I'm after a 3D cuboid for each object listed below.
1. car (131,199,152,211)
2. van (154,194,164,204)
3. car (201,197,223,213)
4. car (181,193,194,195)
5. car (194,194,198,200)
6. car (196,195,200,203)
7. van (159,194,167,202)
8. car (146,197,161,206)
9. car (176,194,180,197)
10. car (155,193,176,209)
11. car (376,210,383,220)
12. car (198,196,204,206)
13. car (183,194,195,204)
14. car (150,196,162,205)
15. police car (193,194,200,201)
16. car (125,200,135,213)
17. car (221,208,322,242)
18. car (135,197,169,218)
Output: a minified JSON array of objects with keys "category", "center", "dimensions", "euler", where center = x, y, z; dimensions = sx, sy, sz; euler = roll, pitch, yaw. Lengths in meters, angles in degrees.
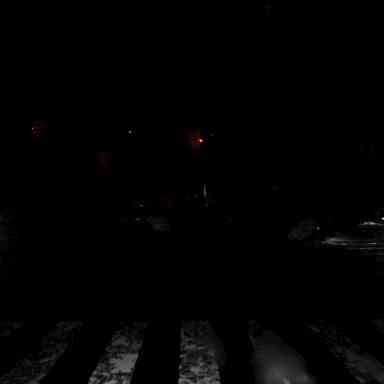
[{"category":"car","center":[-6.220,1.557,41.254],"dimensions":[2.008,1.369,4.403],"euler":[0,0,-1]},{"category":"van","center":[-6.585,1.360,66.649],"dimensions":[1.690,1.788,3.998],"euler":[0,0,-1]},{"category":"car","center":[2.376,1.556,36.381],"dimensions":[2.008,1.369,4.403],"euler":[0,0,-1]},{"category":"car","center":[-0.943,1.549,75.571],"dimensions":[2.128,1.511,4.902],"euler":[0,0,-1]},{"category":"car","center":[2.000,1.567,62.584],"dimensions":[2.008,1.369,4.403],"euler":[0,0,-1]},{"category":"car","center":[2.142,1.562,52.713],"dimensions":[2.008,1.369,4.403],"euler":[0,0,-1]},{"category":"van","center":[-6.741,1.368,77.475],"dimensions":[1.690,1.788,3.998],"euler":[0,0,-1]},{"category":"car","center":[-6.429,1.579,55.824],"dimensions":[1.947,1.339,4.313],"euler":[0,0,-1]},{"category":"car","center":[-3.797,1.507,59.844],"dimensions":[2.128,1.511,4.902],"euler":[0,0,-1]},{"category":"car","center":[-3.602,1.359,44.737],"dimensions":[2.097,1.767,4.553],"euler":[0,0,-1]},{"category":"car","center":[14.710,1.249,21.033],"dimensions":[5.357,1.411,2.033],"euler":[-1,0,-1]},{"category":"car","center":[2.220,1.553,47.269],"dimensions":[1.887,1.381,4.507],"euler":[0,0,-1]},{"category":"car","center":[-0.706,1.619,65.643],"dimensions":[1.895,1.301,4.718],"euler":[0,0,-1]},{"category":"car","center":[-6.505,1.541,61.067],"dimensions":[1.752,1.417,4.829],"euler":[0,0,-1]},{"category":"police car","center":[1.203,1.463,90.558],"dimensions":[1.930,1.638,5.238],"euler":[0,0,-1]},{"category":"car","center":[-6.148,1.556,36.262],"dimensions":[2.008,1.369,4.403],"euler":[0,0,-1]},{"category":"car","center":[3.842,1.478,15.681],"dimensions":[4.181,1.385,1.994],"euler":[-2,0,32]},{"category":"car","center":[-3.617,1.481,30.887],"dimensions":[1.882,1.535,5.008],"euler":[0,0,3]}]
